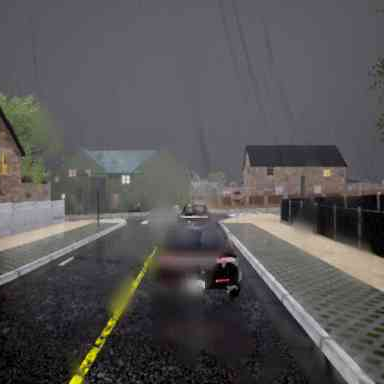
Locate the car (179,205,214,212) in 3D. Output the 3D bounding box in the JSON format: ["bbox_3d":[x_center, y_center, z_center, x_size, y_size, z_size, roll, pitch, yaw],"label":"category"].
[{"bbox_3d":[0.239,1.498,19.684,2.128,1.511,4.902,0,0,4],"label":"car"}]

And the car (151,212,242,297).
[{"bbox_3d":[0.099,1.494,8.550,2.128,1.511,4.902,0,0,0],"label":"car"}]
